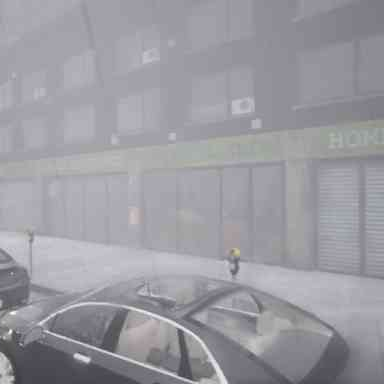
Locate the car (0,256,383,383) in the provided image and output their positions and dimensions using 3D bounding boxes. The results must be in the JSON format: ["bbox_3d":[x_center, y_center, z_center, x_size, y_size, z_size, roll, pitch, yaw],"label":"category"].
[{"bbox_3d":[-0.433,1.555,3.384,4.403,1.369,2.008,0,0,35],"label":"car"}]

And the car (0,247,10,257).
[{"bbox_3d":[-4.935,1.592,6.583,4.403,1.369,2.008,0,0,35],"label":"car"}]
